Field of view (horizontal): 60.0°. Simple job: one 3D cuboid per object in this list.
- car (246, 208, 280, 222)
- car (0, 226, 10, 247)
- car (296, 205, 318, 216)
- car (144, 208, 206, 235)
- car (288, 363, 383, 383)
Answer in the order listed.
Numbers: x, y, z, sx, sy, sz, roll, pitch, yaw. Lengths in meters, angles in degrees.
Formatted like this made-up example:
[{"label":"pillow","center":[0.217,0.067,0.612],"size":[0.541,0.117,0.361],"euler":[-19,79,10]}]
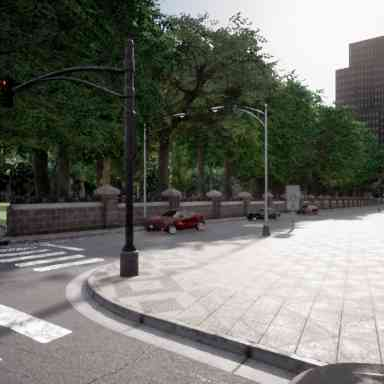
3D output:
[{"label":"car","center":[7.270,2.284,33.727],"size":[1.895,1.301,4.718],"euler":[0,-1,35]},{"label":"car","center":[-9.694,1.649,12.085],"size":[5.357,1.411,2.033],"euler":[2,-1,-39]},{"label":"car","center":[15.897,2.474,45.806],"size":[1.882,1.535,5.008],"euler":[0,-2,36]},{"label":"car","center":[-1.005,1.863,22.025],"size":[1.882,1.535,5.008],"euler":[0,-1,35]},{"label":"car","center":[2.371,1.551,1.272],"size":[4.403,1.369,2.008],"euler":[0,0,36]}]
